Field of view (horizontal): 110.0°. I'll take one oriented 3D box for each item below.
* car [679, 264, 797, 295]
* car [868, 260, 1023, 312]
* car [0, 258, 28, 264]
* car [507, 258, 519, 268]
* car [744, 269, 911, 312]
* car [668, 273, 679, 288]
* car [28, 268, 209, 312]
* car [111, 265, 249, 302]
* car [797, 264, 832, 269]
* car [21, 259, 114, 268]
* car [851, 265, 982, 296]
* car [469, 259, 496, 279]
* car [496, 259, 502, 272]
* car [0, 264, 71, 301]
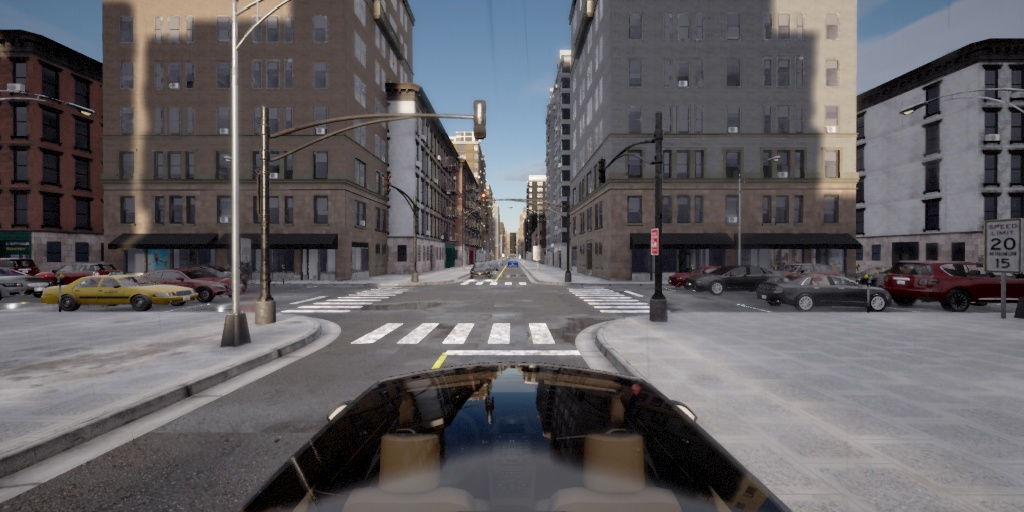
[{"bbox_3d":[11.922,1.253,19.143,4.892,1.490,1.837,0,0,0],"label":"car"},{"bbox_3d":[17.202,1.090,13.644,5.009,1.841,2.192,0,0,0],"label":"car"},{"bbox_3d":[-32.011,1.042,21.833,5.009,1.841,2.192,0,0,0],"label":"car"},{"bbox_3d":[0.153,1.247,63.171,1.882,1.535,5.008,0,0,0],"label":"car"},{"bbox_3d":[11.793,1.325,13.662,4.403,1.370,2.007,0,0,0],"label":"car"},{"bbox_3d":[11.820,1.280,21.687,4.507,1.381,1.888,0,0,0],"label":"car"},{"bbox_3d":[-14.883,1.294,13.751,4.829,1.417,1.751,0,0,0],"label":"car"},{"bbox_3d":[-14.774,1.282,16.265,4.674,1.442,1.812,0,0,0],"label":"car"},{"bbox_3d":[17.229,1.176,21.669,4.097,1.591,1.967,0,0,0],"label":"car"},{"bbox_3d":[-26.349,1.168,21.814,4.097,1.591,1.967,0,0,0],"label":"car"},{"bbox_3d":[21.404,1.255,19.115,4.892,1.490,1.837,0,0,0],"label":"car"},{"bbox_3d":[-2.772,1.258,33.059,1.837,1.490,4.892,0,0,0],"label":"car"},{"bbox_3d":[-2.736,1.308,47.288,2.033,1.411,5.357,0,0,0],"label":"car"},{"bbox_3d":[-23.930,1.247,16.312,4.902,1.511,2.128,0,0,0],"label":"car"}]
